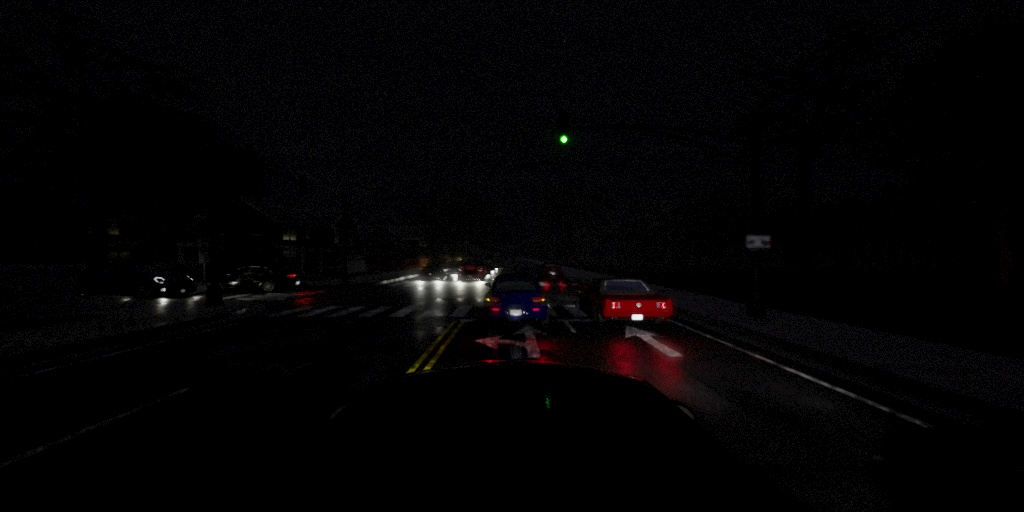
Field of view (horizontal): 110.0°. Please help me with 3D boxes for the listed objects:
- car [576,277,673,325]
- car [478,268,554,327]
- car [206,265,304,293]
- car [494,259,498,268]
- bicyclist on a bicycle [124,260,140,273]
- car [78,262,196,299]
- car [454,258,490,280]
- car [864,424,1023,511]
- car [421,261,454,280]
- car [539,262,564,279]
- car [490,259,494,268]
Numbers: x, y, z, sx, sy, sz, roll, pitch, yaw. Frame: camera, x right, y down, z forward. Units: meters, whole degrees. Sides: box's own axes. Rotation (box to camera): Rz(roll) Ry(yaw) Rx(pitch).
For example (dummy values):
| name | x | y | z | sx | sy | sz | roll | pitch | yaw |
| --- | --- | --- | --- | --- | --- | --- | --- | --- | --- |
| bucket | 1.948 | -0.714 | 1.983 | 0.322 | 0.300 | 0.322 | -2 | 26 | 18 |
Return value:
| name | x | y | z | sx | sy | sz | roll | pitch | yaw |
| --- | --- | --- | --- | --- | --- | --- | --- | --- | --- |
| car | 3.352 | 1.345 | 11.778 | 1.895 | 1.301 | 4.718 | 0 | 0 | 0 |
| car | 0.104 | 1.270 | 11.391 | 1.812 | 1.442 | 4.674 | 0 | 0 | 0 |
| car | -14.443 | 1.264 | 20.239 | 4.892 | 1.490 | 1.837 | 0 | -1 | 2 |
| car | -3.299 | 1.223 | 49.405 | 1.812 | 1.442 | 4.674 | 0 | 0 | 1 |
| bicyclist on a bicycle | -24.630 | 1.074 | 23.264 | 0.582 | 1.620 | 1.656 | 0 | 0 | 0 |
| car | -18.208 | 1.119 | 17.399 | 4.553 | 1.767 | 2.097 | 0 | 0 | 0 |
| car | -3.337 | 1.076 | 30.758 | 2.097 | 1.767 | 4.553 | 0 | 0 | 0 |
| car | 3.352 | 1.352 | 0.267 | 1.895 | 1.301 | 4.718 | 0 | 0 | 0 |
| car | -6.586 | 1.228 | 31.293 | 1.837 | 1.490 | 4.892 | 0 | 0 | 0 |
| car | 3.363 | 1.250 | 31.453 | 1.812 | 1.442 | 4.674 | 0 | 0 | 0 |
| car | -3.329 | 1.276 | 39.402 | 1.994 | 1.385 | 4.181 | 0 | 0 | 0 |
